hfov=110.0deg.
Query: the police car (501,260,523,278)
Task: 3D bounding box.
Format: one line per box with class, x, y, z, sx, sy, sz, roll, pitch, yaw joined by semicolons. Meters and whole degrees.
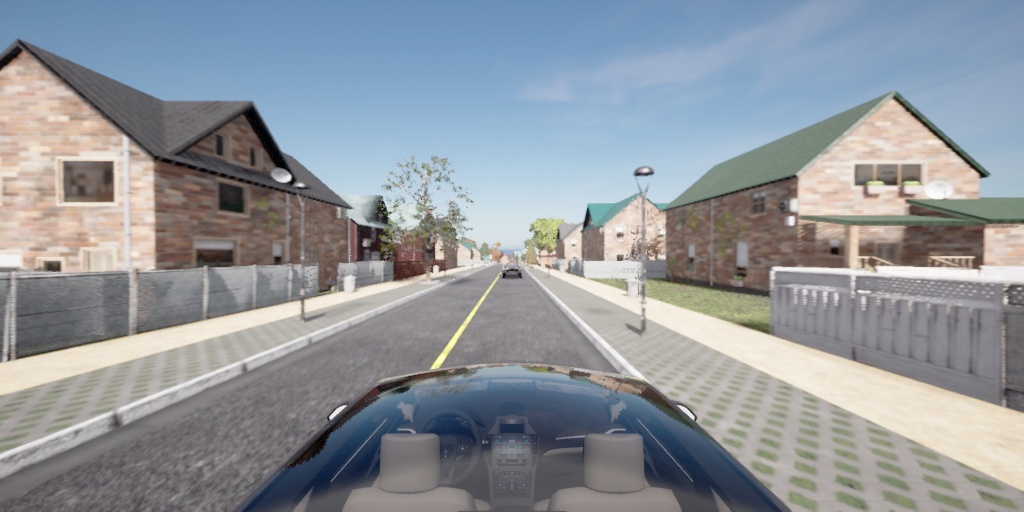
police car;0.021;1.330;34.644;2.038;1.542;4.974;0;0;0
